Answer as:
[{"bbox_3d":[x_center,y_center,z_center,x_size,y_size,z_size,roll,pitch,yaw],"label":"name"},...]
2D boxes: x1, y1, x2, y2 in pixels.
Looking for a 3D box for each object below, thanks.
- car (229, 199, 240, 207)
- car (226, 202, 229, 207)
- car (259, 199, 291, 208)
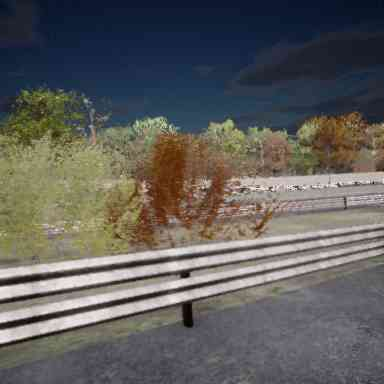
[{"bbox_3d":[7.907,1.517,41.504,5.357,1.411,2.033,-4,2,-17],"label":"car"},{"bbox_3d":[6.861,1.515,44.848,4.718,1.301,1.895,-4,2,-17],"label":"car"},{"bbox_3d":[9.009,1.513,38.179,4.902,1.511,2.128,-4,2,-17],"label":"car"}]
